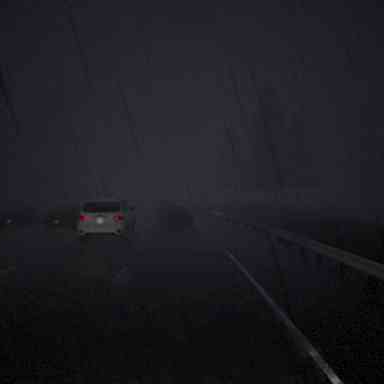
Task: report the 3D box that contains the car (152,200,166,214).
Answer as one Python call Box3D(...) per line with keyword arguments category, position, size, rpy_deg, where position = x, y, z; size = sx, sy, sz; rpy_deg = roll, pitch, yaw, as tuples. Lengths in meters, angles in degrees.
Box3D(category="car", position=(-3.524, 1.679, 38.275), size=(1.882, 1.535, 5.008), rpy_deg=(0, 0, -10))

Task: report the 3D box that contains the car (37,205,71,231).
Box3D(category="car", position=(-8.190, 1.615, 21.953), size=(1.882, 1.535, 5.008), rpy_deg=(0, 0, -6))

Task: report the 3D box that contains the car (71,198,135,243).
Box3D(category="car", position=(-4.209, 1.321, 17.037), size=(2.150, 2.045, 5.566), rpy_deg=(0, 0, -5))

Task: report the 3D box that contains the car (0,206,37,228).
Box3D(category="car", position=(-11.879, 1.683, 23.412), size=(1.812, 1.442, 4.674), rpy_deg=(0, 0, -7))

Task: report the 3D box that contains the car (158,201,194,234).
Box3D(category="car", position=(-0.987, 1.581, 20.214), size=(1.882, 1.535, 5.008), rpy_deg=(0, 0, -5))
